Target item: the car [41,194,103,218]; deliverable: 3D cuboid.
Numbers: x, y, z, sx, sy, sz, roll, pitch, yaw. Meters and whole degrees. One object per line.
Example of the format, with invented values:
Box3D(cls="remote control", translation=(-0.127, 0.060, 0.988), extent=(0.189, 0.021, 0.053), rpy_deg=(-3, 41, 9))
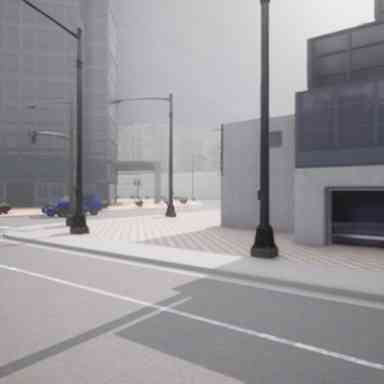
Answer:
Box3D(cls="car", translation=(-10.875, 1.190, 30.634), extent=(2.150, 2.045, 5.566), rpy_deg=(0, 0, 36))
